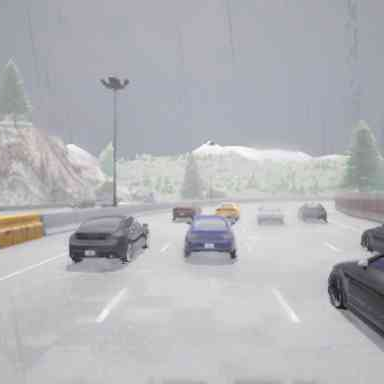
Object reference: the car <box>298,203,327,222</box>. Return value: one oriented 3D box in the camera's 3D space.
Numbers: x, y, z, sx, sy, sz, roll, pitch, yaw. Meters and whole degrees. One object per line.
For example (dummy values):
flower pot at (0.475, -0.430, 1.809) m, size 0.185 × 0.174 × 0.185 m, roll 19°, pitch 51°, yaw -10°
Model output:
car at (10.049, 1.666, 27.924) m, size 2.128 × 1.511 × 4.902 m, roll 0°, pitch 0°, yaw 12°

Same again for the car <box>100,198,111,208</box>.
car at (-12.418, 1.658, 52.173) m, size 2.097 × 1.767 × 4.553 m, roll 0°, pitch 0°, yaw 19°

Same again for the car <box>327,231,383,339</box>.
car at (3.752, 1.599, 5.240) m, size 1.994 × 1.385 × 4.181 m, roll 0°, pitch 0°, yaw 2°

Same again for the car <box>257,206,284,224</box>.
car at (6.146, 1.764, 26.419) m, size 1.895 × 1.301 × 4.718 m, roll 0°, pitch 0°, yaw 11°

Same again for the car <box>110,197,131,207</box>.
car at (-9.676, 1.817, 49.403) m, size 1.812 × 1.442 × 4.674 m, roll 0°, pitch -1°, yaw 19°

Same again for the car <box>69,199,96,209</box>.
car at (-16.651, 1.785, 50.573) m, size 2.128 × 1.511 × 4.902 m, roll 0°, pitch 0°, yaw 18°

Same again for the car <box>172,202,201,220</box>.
car at (-0.340, 1.655, 29.493) m, size 1.882 × 1.535 × 5.008 m, roll 0°, pitch 0°, yaw 12°

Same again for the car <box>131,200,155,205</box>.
car at (-6.525, 1.848, 47.727) m, size 1.994 × 1.385 × 4.181 m, roll 0°, pitch 0°, yaw 18°

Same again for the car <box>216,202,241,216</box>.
car at (3.232, 1.658, 29.483) m, size 1.882 × 1.535 × 5.008 m, roll 0°, pitch 0°, yaw 12°

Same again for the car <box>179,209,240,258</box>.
car at (0.739, 1.606, 13.129) m, size 1.812 × 1.442 × 4.674 m, roll 0°, pitch 0°, yaw 4°

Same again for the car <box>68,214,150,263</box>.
car at (-2.829, 1.578, 12.263) m, size 1.837 × 1.490 × 4.892 m, roll 0°, pitch 0°, yaw 4°

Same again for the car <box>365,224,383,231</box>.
car at (7.654, 1.640, 11.653) m, size 1.994 × 1.385 × 4.181 m, roll 0°, pitch 0°, yaw 5°
